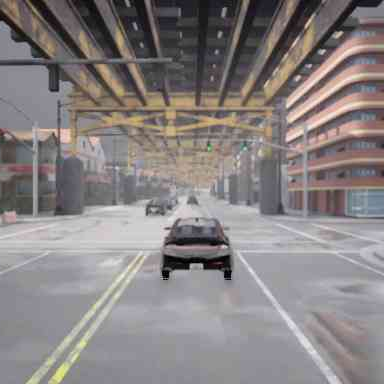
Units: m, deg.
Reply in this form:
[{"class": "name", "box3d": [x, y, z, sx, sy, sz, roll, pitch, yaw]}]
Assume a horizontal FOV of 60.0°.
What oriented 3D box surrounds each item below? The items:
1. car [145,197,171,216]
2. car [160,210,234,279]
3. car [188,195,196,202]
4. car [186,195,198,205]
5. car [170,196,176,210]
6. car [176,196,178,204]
[{"class": "car", "box3d": [-3.604, 1.546, 33.738, 2.128, 1.511, 4.902, 0, 0, 0]}, {"class": "car", "box3d": [0.149, 1.508, 10.076, 2.128, 1.511, 4.902, 0, 0, 1]}, {"class": "car", "box3d": [-0.016, 1.467, 74.224, 1.837, 1.490, 4.892, 0, 1, 0]}, {"class": "car", "box3d": [0.085, 1.581, 60.806, 1.812, 1.442, 4.674, 0, 0, 0]}, {"class": "car", "box3d": [-3.603, 1.419, 42.901, 2.097, 1.767, 4.553, 0, 0, 0]}, {"class": "car", "box3d": [-3.595, 1.600, 52.787, 1.812, 1.442, 4.674, 0, 0, 0]}]
